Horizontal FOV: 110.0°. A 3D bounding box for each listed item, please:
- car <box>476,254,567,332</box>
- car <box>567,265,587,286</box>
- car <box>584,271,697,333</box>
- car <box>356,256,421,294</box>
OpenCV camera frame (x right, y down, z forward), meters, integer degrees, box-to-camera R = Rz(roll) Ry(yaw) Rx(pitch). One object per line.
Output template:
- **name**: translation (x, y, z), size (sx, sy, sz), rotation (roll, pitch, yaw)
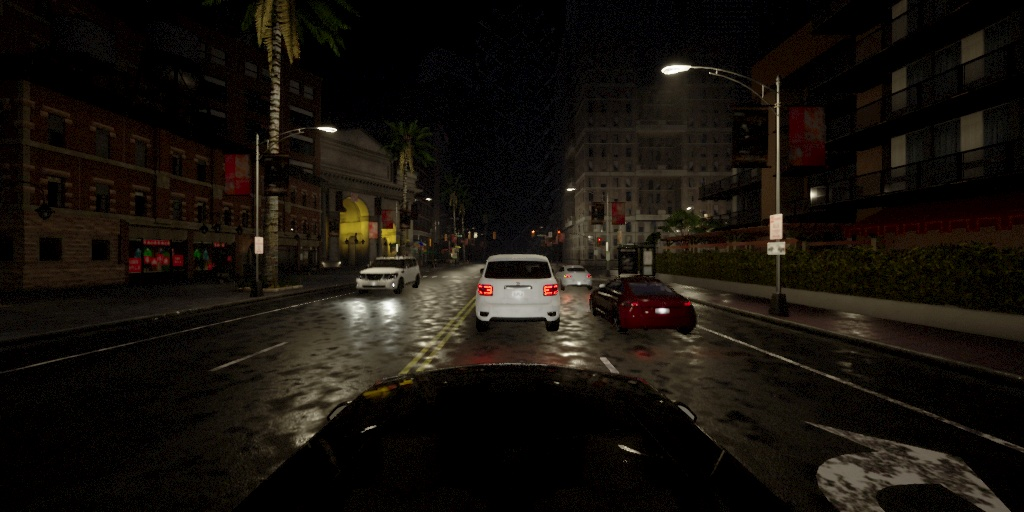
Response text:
- **car**: translation (0.157, 0.972, 11.063), size (2.150, 2.045, 5.566), rotation (0, 0, 0)
- **car**: translation (3.726, 1.276, 22.132), size (1.812, 1.442, 4.674), rotation (0, 0, 0)
- **car**: translation (3.668, 1.313, 10.741), size (1.994, 1.385, 4.181), rotation (0, 0, 0)
- **car**: translation (-6.887, 1.031, 20.652), size (2.150, 2.045, 5.566), rotation (0, 0, 0)
